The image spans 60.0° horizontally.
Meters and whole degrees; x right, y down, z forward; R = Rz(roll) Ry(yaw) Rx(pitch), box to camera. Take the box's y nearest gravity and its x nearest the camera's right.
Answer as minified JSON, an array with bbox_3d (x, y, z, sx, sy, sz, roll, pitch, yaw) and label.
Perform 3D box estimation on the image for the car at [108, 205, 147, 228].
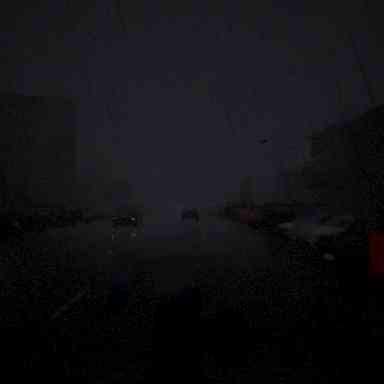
[{"bbox_3d":[-5.204,2.062,27.441,1.882,1.535,5.008,0,-2,0],"label":"car"}]

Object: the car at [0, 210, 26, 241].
[{"bbox_3d":[-11.418,1.480,16.141,5.566,2.045,2.435,0,-2,-20],"label":"car"}]

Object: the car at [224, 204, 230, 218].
[{"bbox_3d":[6.241,2.308,34.344,4.892,1.521,2.231,2,-3,-21],"label":"car"}]

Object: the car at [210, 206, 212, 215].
[{"bbox_3d":[5.961,3.141,54.854,4.553,1.767,2.185,2,-4,-21],"label":"car"}]

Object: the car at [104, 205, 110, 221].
[{"bbox_3d":[-11.568,2.490,37.066,4.792,1.488,2.163,0,-3,-20],"label":"car"}]

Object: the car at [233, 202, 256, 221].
[{"bbox_3d":[6.269,1.961,28.476,4.553,1.767,2.185,2,-2,-20],"label":"car"}]

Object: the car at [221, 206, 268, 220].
[{"bbox_3d":[6.358,2.553,40.267,5.366,1.575,1.946,2,-3,-21],"label":"car"}]

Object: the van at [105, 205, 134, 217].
[{"bbox_3d":[-11.938,3.101,54.955,4.442,1.987,1.878,0,-3,-21],"label":"van"}]

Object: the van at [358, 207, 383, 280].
[{"bbox_3d":[6.521,1.296,8.000,4.442,1.987,1.878,1,-1,-20],"label":"van"}]

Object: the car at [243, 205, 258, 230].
[{"bbox_3d":[6.348,1.891,22.614,5.008,1.535,2.097,1,-2,-20],"label":"car"}]

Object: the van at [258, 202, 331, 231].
[{"bbox_3d":[6.470,1.579,19.729,4.442,1.987,1.878,1,-2,-20],"label":"van"}]

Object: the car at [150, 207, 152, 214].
[{"bbox_3d":[-11.985,4.322,72.993,4.892,1.521,2.231,0,-4,-20],"label":"car"}]

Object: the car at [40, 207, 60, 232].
[{"bbox_3d":[-11.464,1.947,22.098,4.674,1.452,2.002,0,-2,-20],"label":"car"}]

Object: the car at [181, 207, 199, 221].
[{"bbox_3d":[-0.201,2.445,37.435,1.882,1.535,5.008,0,-2,-1],"label":"car"}]

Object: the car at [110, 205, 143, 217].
[{"bbox_3d":[-11.948,3.405,60.971,5.566,2.045,2.435,0,-3,-21],"label":"car"}]

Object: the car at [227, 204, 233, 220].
[{"bbox_3d":[6.268,2.196,31.408,4.892,1.521,2.231,2,-3,-20],"label":"car"}]

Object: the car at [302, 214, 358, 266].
[{"bbox_3d":[6.373,1.600,10.874,4.792,1.488,2.163,1,-1,-20],"label":"car"}]

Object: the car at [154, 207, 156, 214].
[{"bbox_3d":[-11.891,4.692,82.008,4.553,1.767,2.185,0,-3,-19],"label":"car"}]

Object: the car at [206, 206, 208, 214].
[{"bbox_3d":[5.838,3.748,63.645,4.892,1.521,2.231,2,-4,-21],"label":"car"}]

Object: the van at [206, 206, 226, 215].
[{"bbox_3d":[5.664,4.330,78.357,4.442,1.987,1.878,2,-4,-21],"label":"van"}]

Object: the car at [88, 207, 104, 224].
[{"bbox_3d":[-11.365,2.217,31.143,5.366,1.575,1.946,0,-3,-20],"label":"car"}]

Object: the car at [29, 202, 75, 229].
[{"bbox_3d":[-11.460,1.879,25.102,4.553,1.767,2.185,0,-2,-20],"label":"car"}]

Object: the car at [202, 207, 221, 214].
[{"bbox_3d":[5.248,5.072,90.073,4.553,1.767,2.185,2,-4,-21],"label":"car"}]

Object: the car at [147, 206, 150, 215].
[{"bbox_3d":[-12.003,3.737,66.980,5.566,2.045,2.435,0,-3,-20],"label":"car"}]

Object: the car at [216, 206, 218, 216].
[{"bbox_3d":[6.157,2.684,43.135,5.008,1.535,2.097,2,-3,-21],"label":"car"}]

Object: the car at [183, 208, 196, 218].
[{"bbox_3d":[-0.331,2.997,48.420,1.812,1.442,4.674,0,-3,-1],"label":"car"}]

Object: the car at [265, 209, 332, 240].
[{"bbox_3d":[6.379,1.759,16.745,4.674,1.452,2.002,1,-2,-20],"label":"car"}]

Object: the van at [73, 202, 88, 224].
[{"bbox_3d":[-11.407,1.882,28.137,4.442,1.987,1.878,0,-2,-20],"label":"van"}]

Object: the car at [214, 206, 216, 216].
[{"bbox_3d":[6.107,2.819,46.063,5.008,1.535,2.097,2,-3,-21],"label":"car"}]

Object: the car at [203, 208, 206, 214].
[{"bbox_3d":[5.684,4.230,72.438,5.008,1.535,2.097,2,-3,-21],"label":"car"}]

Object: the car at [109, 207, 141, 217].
[{"bbox_3d":[-11.701,3.489,58.046,5.366,1.575,1.946,0,-4,-21],"label":"car"}]

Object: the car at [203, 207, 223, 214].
[{"bbox_3d":[5.389,4.748,84.183,4.553,1.767,2.185,2,-4,-21],"label":"car"}]

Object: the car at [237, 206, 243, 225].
[{"bbox_3d":[6.294,2.016,25.529,4.792,1.488,2.163,1,-2,-20],"label":"car"}]

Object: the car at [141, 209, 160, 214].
[{"bbox_3d":[-11.800,5.479,93.973,5.008,1.535,2.097,0,-3,-19],"label":"car"}]

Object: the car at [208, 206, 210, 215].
[{"bbox_3d":[5.937,3.425,57.785,5.008,1.535,2.097,2,-4,-21],"label":"car"}]

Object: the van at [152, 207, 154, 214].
[{"bbox_3d":[-12.057,4.426,78.963,4.442,1.987,1.878,0,-3,-20],"label":"van"}]

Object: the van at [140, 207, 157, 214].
[{"bbox_3d":[-11.946,5.088,90.950,4.442,1.987,1.878,0,-3,-19],"label":"van"}]

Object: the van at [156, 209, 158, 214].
[{"bbox_3d":[-11.786,4.758,85.046,4.442,1.987,1.878,0,-4,-19],"label":"van"}]

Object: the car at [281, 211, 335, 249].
[{"bbox_3d":[6.393,1.681,13.807,4.674,1.452,2.002,1,-1,-20],"label":"car"}]

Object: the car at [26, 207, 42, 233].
[{"bbox_3d":[-11.478,1.845,19.095,4.792,1.488,2.163,0,-2,-20],"label":"car"}]

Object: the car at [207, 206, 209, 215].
[{"bbox_3d":[5.886,3.587,60.717,4.892,1.521,2.231,2,-4,-21],"label":"car"}]

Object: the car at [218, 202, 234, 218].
[{"bbox_3d":[6.246,2.178,37.298,5.566,2.045,2.435,2,-3,-20],"label":"car"}]
